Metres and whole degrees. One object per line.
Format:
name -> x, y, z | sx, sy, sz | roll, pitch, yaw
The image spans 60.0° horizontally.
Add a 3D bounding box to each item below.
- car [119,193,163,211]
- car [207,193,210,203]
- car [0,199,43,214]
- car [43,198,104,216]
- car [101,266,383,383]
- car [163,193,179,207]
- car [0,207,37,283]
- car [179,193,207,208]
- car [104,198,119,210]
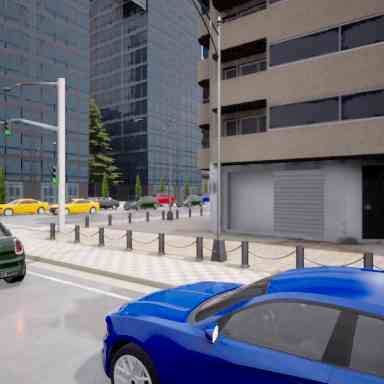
car -> -6.111, 1.296, 40.092 | 2.097, 1.767, 4.553 | 0, 0, 36
car -> 1.739, 1.166, 56.830 | 2.150, 2.045, 5.566 | 0, 0, 36
car -> -16.340, 1.422, 31.948 | 1.882, 1.535, 5.008 | 0, 0, 36
car -> -11.484, 1.422, 32.675 | 1.882, 1.535, 5.008 | 0, 0, 36
car -> 1.254, 1.478, 3.097 | 5.008, 1.535, 1.882 | 0, 0, 36
car -> -4.809, 1.168, 47.846 | 2.150, 2.045, 5.566 | 0, 0, 36
car -> -6.240, 1.352, 8.441 | 4.553, 1.767, 2.097 | 0, 0, 36
car -> -0.300, 1.296, 48.098 | 2.097, 1.767, 4.553 | 0, 0, 36
car -> -10.823, 1.436, 39.554 | 2.128, 1.511, 4.902 | 0, 0, 36
